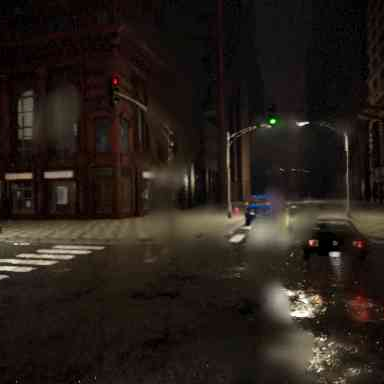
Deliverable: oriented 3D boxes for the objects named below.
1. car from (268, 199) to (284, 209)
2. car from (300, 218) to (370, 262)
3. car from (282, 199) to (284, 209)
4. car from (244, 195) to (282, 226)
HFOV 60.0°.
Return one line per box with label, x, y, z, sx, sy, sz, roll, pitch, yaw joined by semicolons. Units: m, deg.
car;12.128;1.696;47.605;1.994;1.385;4.181;-1;-1;17
car;4.892;1.570;12.031;1.895;1.301;4.718;-1;0;17
car;8.238;1.316;34.635;2.150;2.045;5.566;-1;0;17
car;5.206;1.290;24.337;2.150;2.045;5.566;-1;-1;16
